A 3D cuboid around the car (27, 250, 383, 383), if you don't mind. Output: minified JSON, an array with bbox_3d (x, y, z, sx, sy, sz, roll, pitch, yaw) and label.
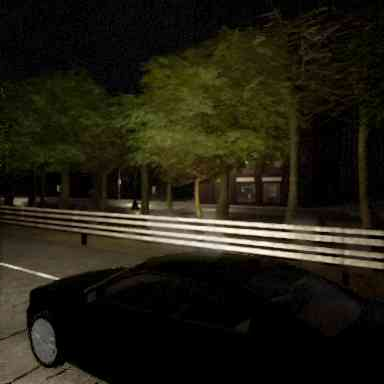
[{"bbox_3d":[-0.023,1.468,4.004,5.008,1.535,1.882,0,0,35],"label":"car"}]
